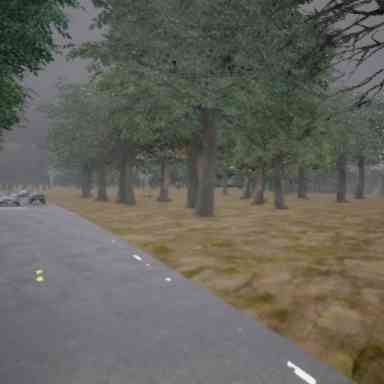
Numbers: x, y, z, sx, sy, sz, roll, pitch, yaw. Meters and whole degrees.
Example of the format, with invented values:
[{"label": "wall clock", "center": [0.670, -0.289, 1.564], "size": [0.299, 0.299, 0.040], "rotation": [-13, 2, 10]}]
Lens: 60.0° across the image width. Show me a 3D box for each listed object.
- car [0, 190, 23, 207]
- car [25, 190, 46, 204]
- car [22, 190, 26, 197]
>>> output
[{"label": "car", "center": [-19.485, 0.775, 35.594], "size": [1.812, 1.442, 4.674], "rotation": [3, 0, -29]}, {"label": "car", "center": [-20.536, 0.734, 43.966], "size": [1.837, 1.490, 4.892], "rotation": [3, 0, -30]}, {"label": "car", "center": [-30.272, 0.393, 60.202], "size": [1.812, 1.442, 4.674], "rotation": [3, 0, -32]}]
